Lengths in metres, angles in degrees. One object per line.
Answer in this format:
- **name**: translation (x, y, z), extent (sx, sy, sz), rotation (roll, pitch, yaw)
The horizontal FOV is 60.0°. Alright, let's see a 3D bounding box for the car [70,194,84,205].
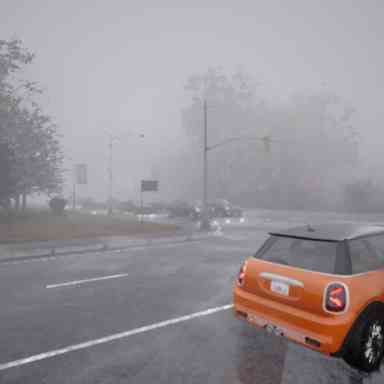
- **car**: translation (-19.512, 1.320, 57.445), extent (2.150, 2.045, 5.566), rotation (0, 0, -39)

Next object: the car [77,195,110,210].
- **car**: translation (-12.818, 1.471, 43.341), extent (1.882, 1.535, 5.008), rotation (0, 0, -39)

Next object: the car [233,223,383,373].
- **car**: translation (2.905, 1.348, 5.910), extent (4.553, 1.767, 2.097), rotation (0, 0, -37)

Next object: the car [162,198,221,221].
- **car**: translation (-0.105, 1.340, 27.446), extent (2.097, 1.767, 4.553), rotation (0, 0, -39)

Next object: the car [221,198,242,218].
- **car**: translation (2.367, 1.337, 29.958), extent (2.097, 1.767, 4.553), rotation (0, 0, -39)

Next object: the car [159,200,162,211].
- **car**: translation (-3.250, 1.588, 36.976), extent (1.895, 1.301, 4.718), rotation (0, 0, -39)

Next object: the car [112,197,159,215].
- **car**: translation (-6.026, 1.538, 34.842), extent (2.033, 1.411, 5.357), rotation (0, 0, -39)

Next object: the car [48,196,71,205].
- **car**: translation (-22.244, 1.650, 55.258), extent (1.895, 1.301, 4.718), rotation (0, 0, -39)
